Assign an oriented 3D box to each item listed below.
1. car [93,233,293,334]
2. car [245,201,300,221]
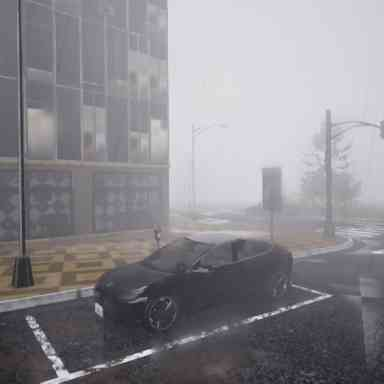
[{"bbox_3d":[0.241,1.565,6.739,4.313,1.339,1.947,0,-1,-35],"label":"car"},{"bbox_3d":[6.526,1.492,27.608,2.128,1.511,4.902,-1,1,-37],"label":"car"}]
